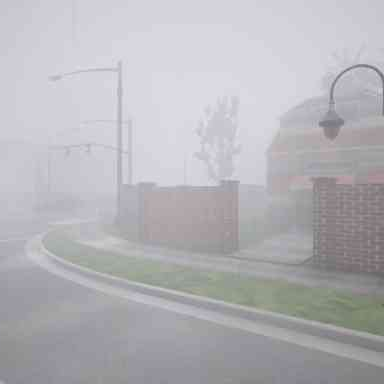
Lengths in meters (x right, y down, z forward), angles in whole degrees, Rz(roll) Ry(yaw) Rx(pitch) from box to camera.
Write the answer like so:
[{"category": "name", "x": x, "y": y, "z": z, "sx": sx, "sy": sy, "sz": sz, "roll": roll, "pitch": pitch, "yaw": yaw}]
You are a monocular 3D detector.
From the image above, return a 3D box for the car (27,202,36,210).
[{"category": "car", "x": -17.679, "y": 1.397, "z": 40.809, "sx": 1.812, "sy": 1.442, "sz": 4.674, "roll": 0, "pitch": 1, "yaw": 37}]

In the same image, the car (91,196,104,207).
[{"category": "car", "x": -12.279, "y": 1.268, "z": 47.955, "sx": 1.837, "sy": 1.490, "sz": 4.892, "roll": 0, "pitch": 1, "yaw": 37}]

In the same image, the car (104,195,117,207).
[{"category": "car", "x": -9.369, "y": 1.285, "z": 46.006, "sx": 1.812, "sy": 1.442, "sz": 4.674, "roll": 0, "pitch": 1, "yaw": 37}]

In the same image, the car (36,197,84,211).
[{"category": "car", "x": -14.949, "y": 1.373, "z": 38.621, "sx": 1.837, "sy": 1.490, "sz": 4.892, "roll": 0, "pitch": 1, "yaw": 36}]
